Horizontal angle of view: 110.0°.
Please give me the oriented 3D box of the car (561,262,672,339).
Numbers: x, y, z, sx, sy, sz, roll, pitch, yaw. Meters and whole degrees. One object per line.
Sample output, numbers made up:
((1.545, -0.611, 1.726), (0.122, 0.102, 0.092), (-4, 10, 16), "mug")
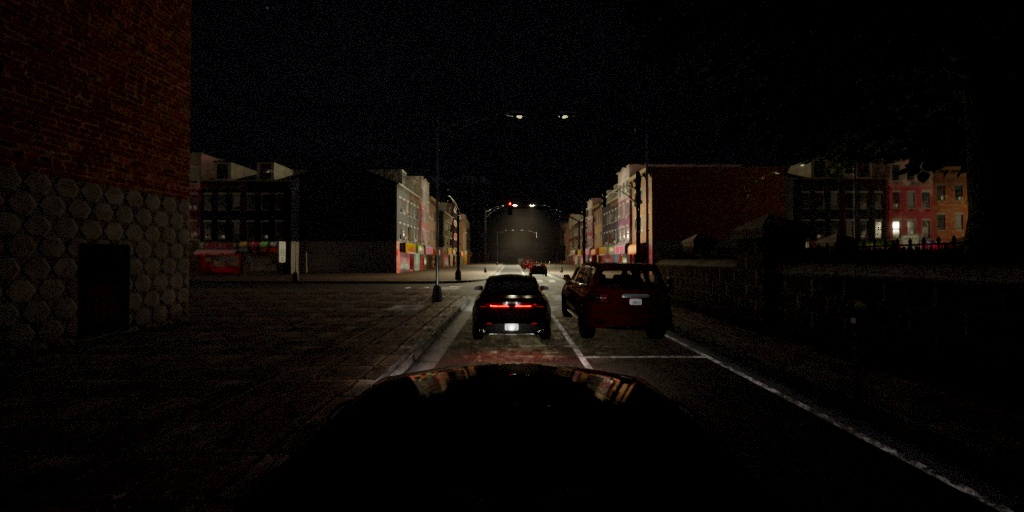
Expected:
((2.626, 1.067, 10.043), (2.192, 1.841, 5.009), (0, 0, 0), "car")

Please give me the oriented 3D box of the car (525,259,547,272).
((2.589, 1.328, 36.472), (1.888, 1.381, 4.507), (0, 0, 0), "car")

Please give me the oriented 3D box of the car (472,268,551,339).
((-0.011, 1.257, 10.001), (1.837, 1.490, 4.892), (0, 0, 0), "car")

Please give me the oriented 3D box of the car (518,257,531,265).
((2.557, 1.148, 58.221), (2.192, 1.841, 5.009), (0, 0, 0), "car")

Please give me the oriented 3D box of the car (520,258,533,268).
((2.565, 1.364, 52.784), (1.888, 1.381, 4.507), (0, 0, 0), "car")
